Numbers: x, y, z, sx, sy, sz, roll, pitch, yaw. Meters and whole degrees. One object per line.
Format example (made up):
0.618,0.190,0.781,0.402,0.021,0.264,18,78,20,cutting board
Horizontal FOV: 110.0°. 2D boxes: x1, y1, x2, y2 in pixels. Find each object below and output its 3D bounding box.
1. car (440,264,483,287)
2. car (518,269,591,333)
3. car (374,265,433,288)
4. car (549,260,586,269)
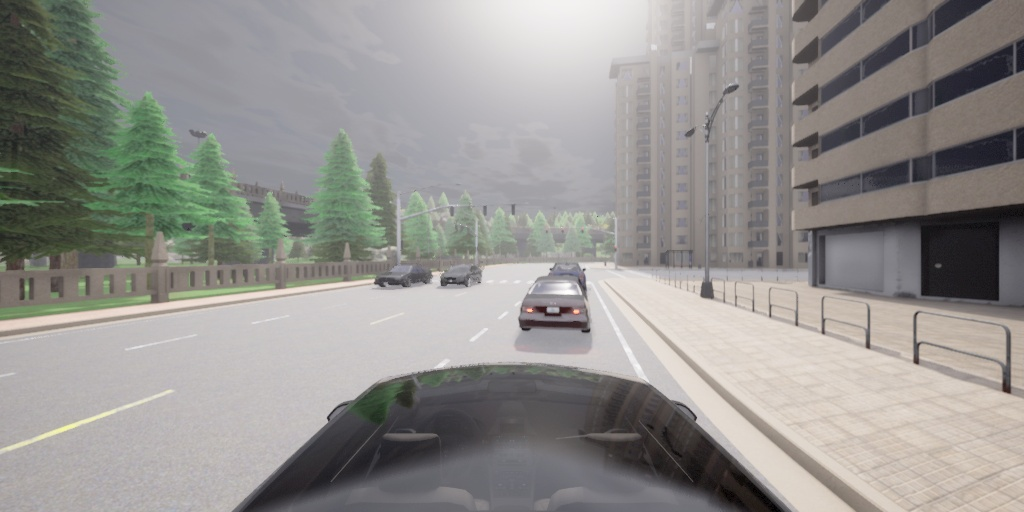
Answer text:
-3.358,1.300,24.581,1.837,1.490,4.892,0,0,10,car
1.377,1.293,10.767,2.033,1.411,5.357,0,0,10,car
-7.034,1.288,23.979,2.033,1.411,5.357,0,0,10,car
3.198,1.094,20.776,2.097,1.767,4.553,0,0,10,car
